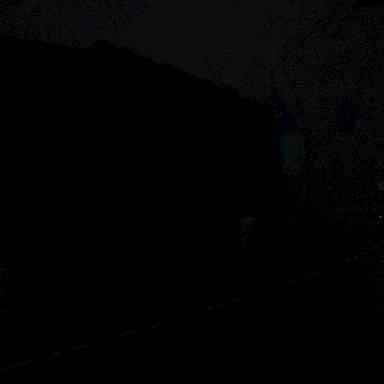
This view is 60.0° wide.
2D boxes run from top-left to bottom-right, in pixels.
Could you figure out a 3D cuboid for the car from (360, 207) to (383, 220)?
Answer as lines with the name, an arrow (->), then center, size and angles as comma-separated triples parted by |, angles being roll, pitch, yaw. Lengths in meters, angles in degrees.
car -> 20.208, 2.347, 36.873 | 1.895, 1.301, 4.718 | -3, -2, 14
